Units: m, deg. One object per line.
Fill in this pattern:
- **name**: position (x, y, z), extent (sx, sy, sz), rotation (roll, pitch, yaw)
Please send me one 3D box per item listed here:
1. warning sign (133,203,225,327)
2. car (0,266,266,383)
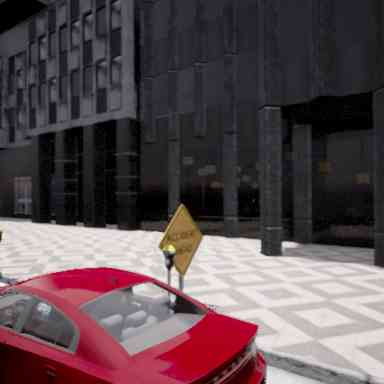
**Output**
- **warning sign**: position (-0.198, 1.150, 5.936), extent (1.060, 1.860, 1.300), rotation (-1, 0, 35)
- **car**: position (-1.415, 1.577, 3.856), extent (4.507, 1.381, 1.887), rotation (-1, 0, 35)
